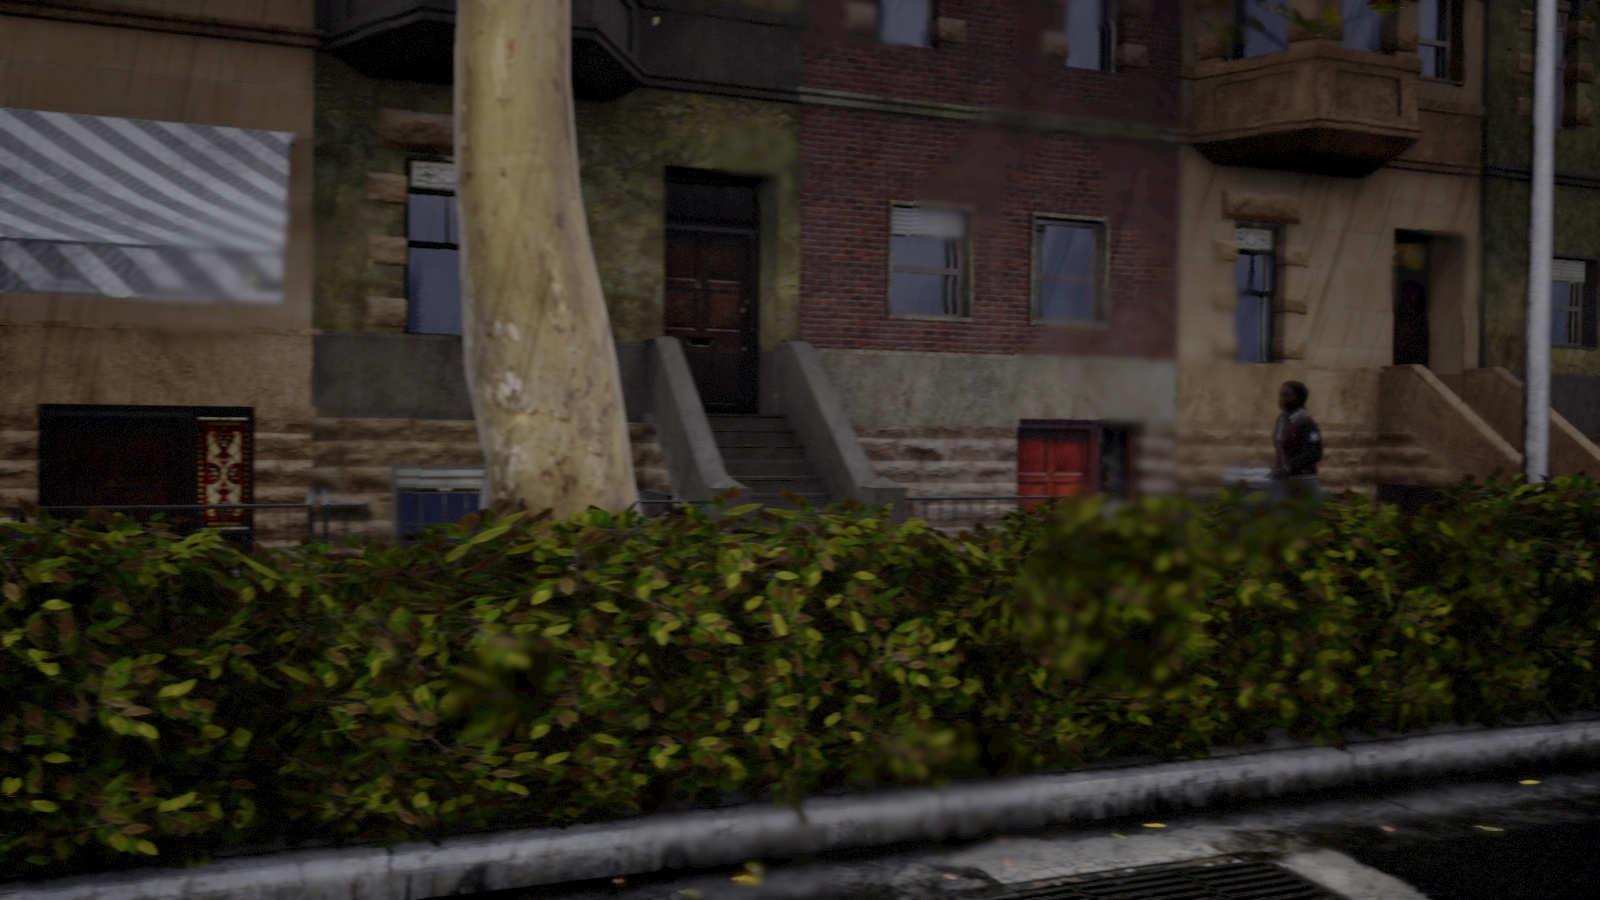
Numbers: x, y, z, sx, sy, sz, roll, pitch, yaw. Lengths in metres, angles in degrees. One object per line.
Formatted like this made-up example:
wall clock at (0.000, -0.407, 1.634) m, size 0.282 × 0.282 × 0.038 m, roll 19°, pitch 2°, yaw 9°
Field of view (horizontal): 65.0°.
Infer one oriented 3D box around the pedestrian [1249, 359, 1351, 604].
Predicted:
pedestrian at (4.063, 0.245, 10.210) m, size 0.666 × 1.930 × 0.402 m, roll -1°, pitch 1°, yaw -23°
